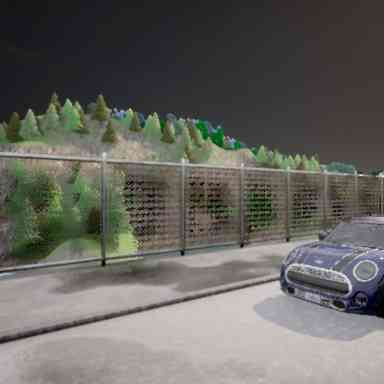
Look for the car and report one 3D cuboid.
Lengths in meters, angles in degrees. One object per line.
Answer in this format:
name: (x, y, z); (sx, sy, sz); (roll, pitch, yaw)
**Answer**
car: (4.082, 1.374, 7.493); (4.553, 1.767, 2.097); (0, 0, -35)
